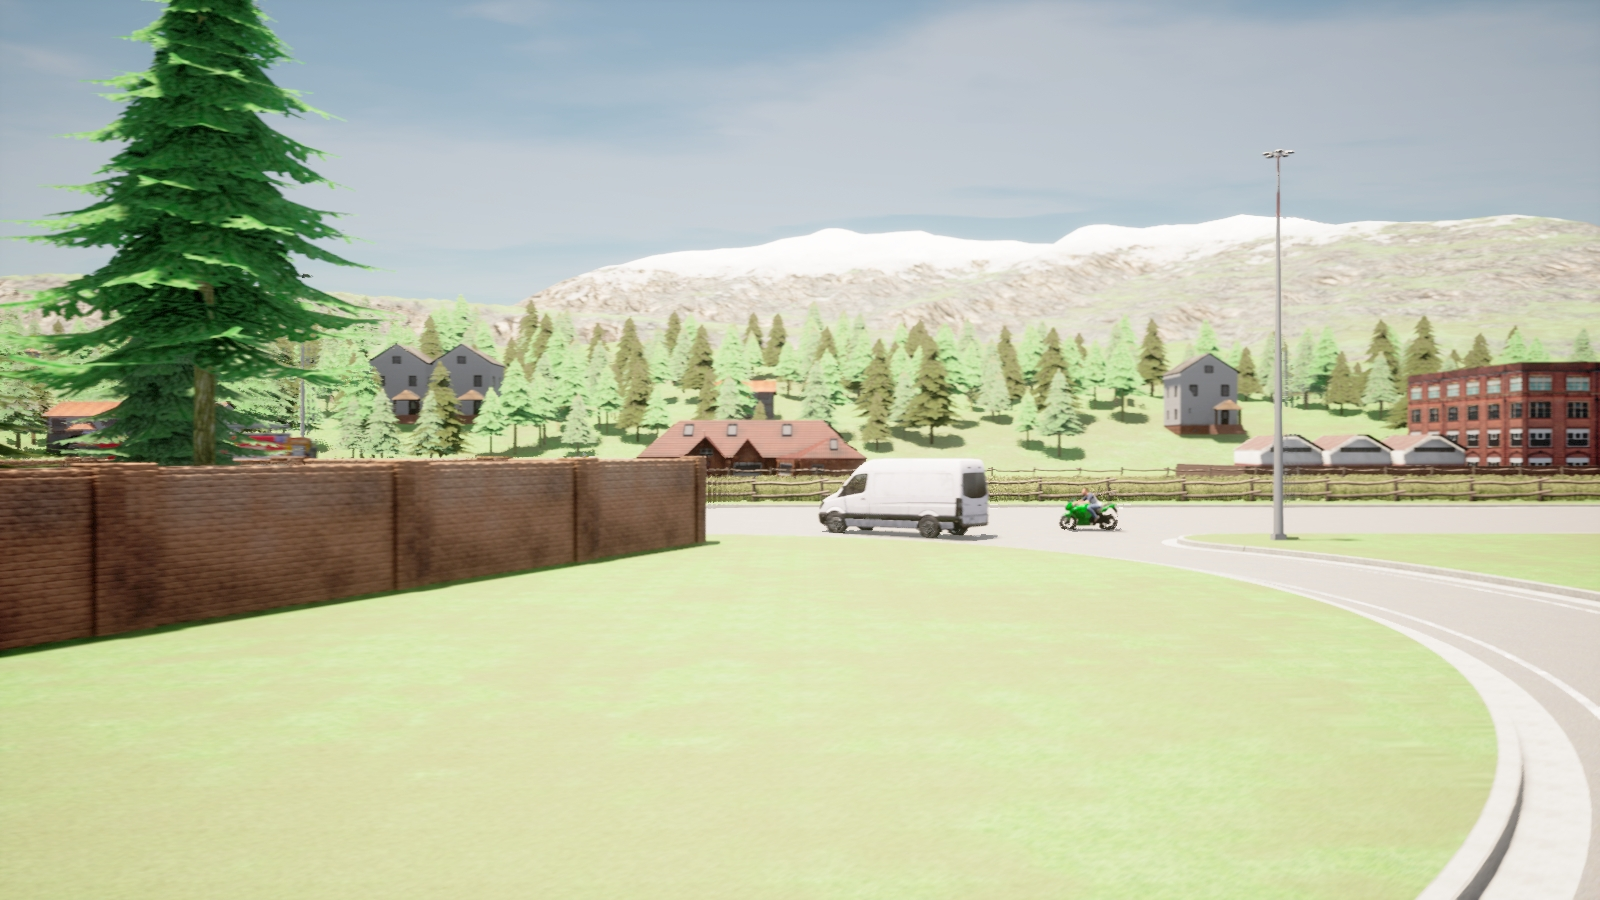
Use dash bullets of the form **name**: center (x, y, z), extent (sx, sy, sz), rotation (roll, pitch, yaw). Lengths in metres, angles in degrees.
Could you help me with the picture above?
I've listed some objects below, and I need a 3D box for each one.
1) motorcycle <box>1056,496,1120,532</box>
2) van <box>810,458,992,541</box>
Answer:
- **motorcycle**: center (9.992, 2.213, 39.711), extent (2.033, 1.199, 0.803), rotation (0, 0, 0)
- **van**: center (3.305, 1.563, 38.231), extent (5.915, 2.561, 1.988), rotation (0, 0, 38)
